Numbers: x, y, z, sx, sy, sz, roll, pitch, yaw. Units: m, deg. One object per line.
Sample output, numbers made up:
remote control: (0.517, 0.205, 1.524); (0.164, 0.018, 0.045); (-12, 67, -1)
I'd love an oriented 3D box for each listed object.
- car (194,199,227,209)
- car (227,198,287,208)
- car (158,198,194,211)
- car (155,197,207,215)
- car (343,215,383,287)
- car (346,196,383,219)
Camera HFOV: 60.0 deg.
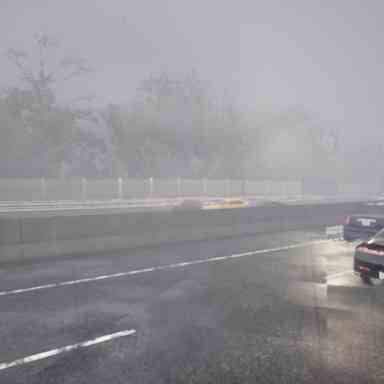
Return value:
car: (2.970, 1.318, 27.608); (5.008, 1.535, 1.882); (-1, 0, -35)
car: (5.260, 1.343, 24.943); (4.892, 1.490, 1.837); (-1, 0, -35)
car: (-0.769, 1.385, 29.240); (4.674, 1.442, 1.812); (-1, 0, -35)
car: (-1.078, 1.318, 33.318); (5.008, 1.535, 1.882); (-1, 0, -35)
car: (5.764, 1.411, 7.857); (4.902, 1.511, 2.128); (-1, 0, -36)
car: (8.451, 1.222, 14.077); (4.553, 1.767, 2.097); (-1, 0, -35)
